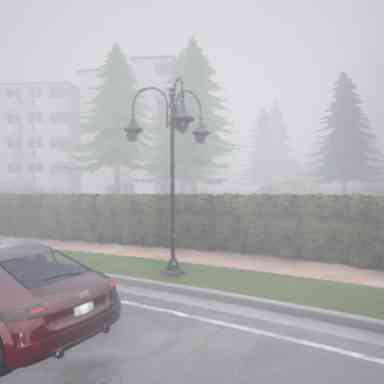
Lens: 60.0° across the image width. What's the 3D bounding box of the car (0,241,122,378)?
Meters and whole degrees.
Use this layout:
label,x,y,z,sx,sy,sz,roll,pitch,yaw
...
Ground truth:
label,x,y,z,sx,sy,sz,roll,pitch,yaw
car,-3.213,1.541,5.431,4.181,1.385,1.994,0,0,28
